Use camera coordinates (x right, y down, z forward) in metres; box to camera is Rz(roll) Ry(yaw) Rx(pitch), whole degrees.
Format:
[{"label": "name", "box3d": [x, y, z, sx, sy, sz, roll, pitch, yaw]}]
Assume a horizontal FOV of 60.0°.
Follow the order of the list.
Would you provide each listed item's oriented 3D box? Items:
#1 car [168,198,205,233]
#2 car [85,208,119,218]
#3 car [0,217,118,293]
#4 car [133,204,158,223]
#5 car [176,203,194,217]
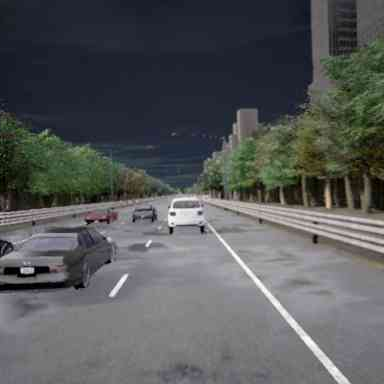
[{"label": "car", "box3d": [-0.378, 1.401, 21.547, 2.150, 2.045, 5.566, -2, 0, -2]}, {"label": "car", "box3d": [-7.539, 2.043, 28.274, 1.895, 1.301, 4.718, -2, 0, -2]}, {"label": "car", "box3d": [-3.546, 1.727, 9.552, 2.033, 1.411, 5.357, -2, 0, -2]}, {"label": "car", "box3d": [-4.074, 1.840, 29.466, 2.128, 1.511, 4.902, -2, 0, -2]}, {"label": "car", "box3d": [-0.802, 1.912, 37.085, 1.895, 1.301, 4.718, -2, 0, -1]}]
